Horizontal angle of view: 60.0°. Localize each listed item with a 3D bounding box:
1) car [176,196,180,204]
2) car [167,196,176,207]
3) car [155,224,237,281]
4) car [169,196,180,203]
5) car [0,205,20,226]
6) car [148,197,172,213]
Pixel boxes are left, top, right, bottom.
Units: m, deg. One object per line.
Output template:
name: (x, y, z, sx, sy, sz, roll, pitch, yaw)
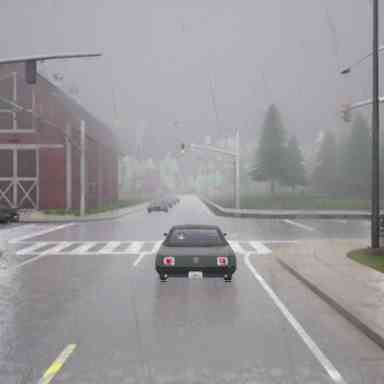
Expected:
car: (-3.559, 1.416, 56.215, 1.837, 1.490, 4.892, 0, 0, 0)
car: (-3.590, 1.432, 46.143, 1.837, 1.490, 4.892, 0, 0, 0)
car: (0.094, 1.585, 9.746, 1.895, 1.301, 4.718, 0, 0, 0)
car: (-3.497, 1.496, 66.523, 1.895, 1.301, 4.718, 0, 0, 0)
car: (-13.395, 1.418, 20.584, 5.008, 1.535, 1.882, 0, 0, -1)
car: (-3.596, 1.507, 36.122, 1.994, 1.385, 4.181, 0, 0, 0)
